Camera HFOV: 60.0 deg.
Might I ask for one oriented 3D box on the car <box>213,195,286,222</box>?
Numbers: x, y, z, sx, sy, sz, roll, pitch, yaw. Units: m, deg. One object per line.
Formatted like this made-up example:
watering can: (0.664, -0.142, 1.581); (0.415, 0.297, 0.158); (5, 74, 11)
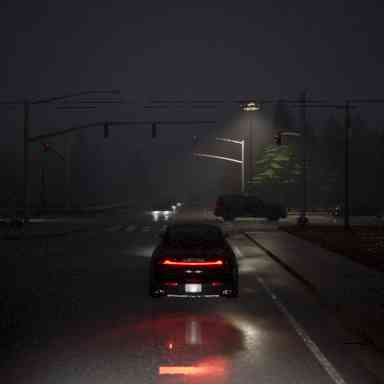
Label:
car: (4.432, 1.240, 25.854); (5.566, 2.045, 2.150); (0, 1, 8)

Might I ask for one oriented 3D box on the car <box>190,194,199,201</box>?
car: (0.574, 1.355, 80.928); (2.097, 1.767, 4.553); (0, 0, 2)

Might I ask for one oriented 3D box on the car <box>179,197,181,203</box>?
car: (-3.327, 1.594, 69.545); (1.895, 1.301, 4.718); (0, 0, 1)

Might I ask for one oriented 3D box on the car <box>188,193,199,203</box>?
car: (0.301, 1.224, 70.535); (2.150, 2.045, 5.566); (0, 0, 2)

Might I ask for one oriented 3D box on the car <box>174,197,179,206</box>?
car: (-3.566, 1.504, 55.244); (1.837, 1.490, 4.892); (0, 0, 0)

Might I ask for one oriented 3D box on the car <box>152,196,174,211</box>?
car: (-3.596, 1.564, 40.248); (1.994, 1.385, 4.181); (0, 0, 0)

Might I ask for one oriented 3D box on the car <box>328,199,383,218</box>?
car: (14.588, 1.379, 29.638); (4.553, 1.767, 2.097); (0, 0, 1)

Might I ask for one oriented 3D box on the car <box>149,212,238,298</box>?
car: (0.048, 1.501, 8.502); (1.837, 1.490, 4.892); (0, 0, 1)
